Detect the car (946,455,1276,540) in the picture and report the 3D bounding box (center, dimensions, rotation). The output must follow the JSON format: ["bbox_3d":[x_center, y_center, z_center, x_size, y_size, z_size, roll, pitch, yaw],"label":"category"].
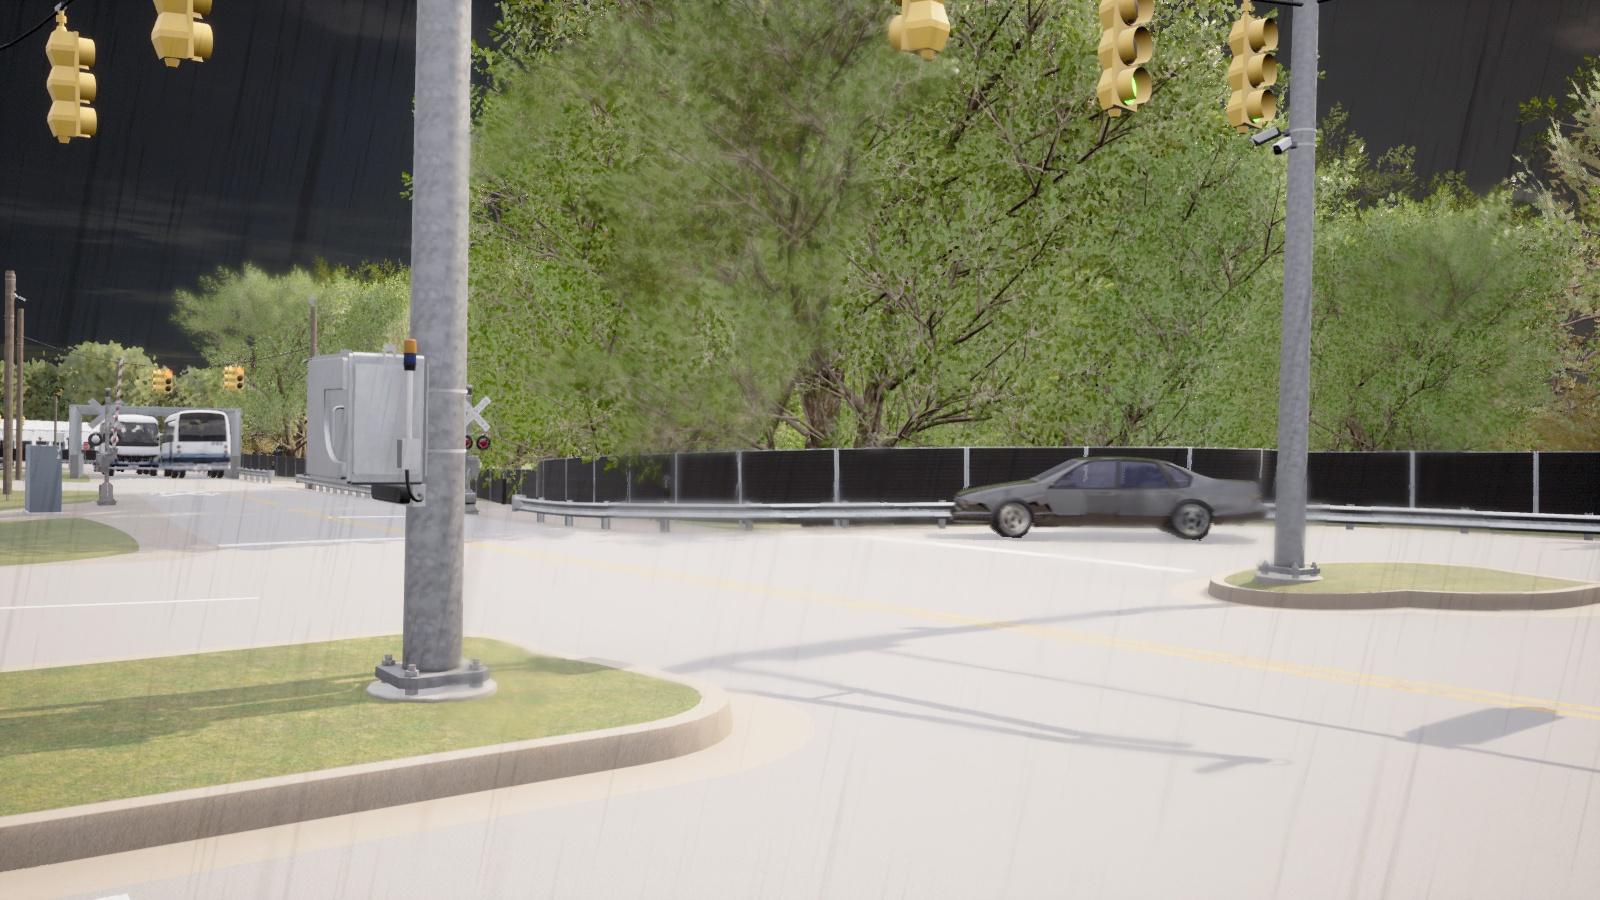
[{"bbox_3d":[5.296,0.794,22.029,5.357,1.411,2.033,0,0,4],"label":"car"}]

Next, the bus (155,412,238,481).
[{"bbox_3d":[-39.943,-0.135,82.863,3.944,4.253,10.273,-1,-1,-31],"label":"bus"}]
